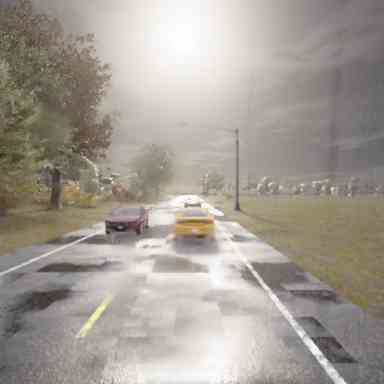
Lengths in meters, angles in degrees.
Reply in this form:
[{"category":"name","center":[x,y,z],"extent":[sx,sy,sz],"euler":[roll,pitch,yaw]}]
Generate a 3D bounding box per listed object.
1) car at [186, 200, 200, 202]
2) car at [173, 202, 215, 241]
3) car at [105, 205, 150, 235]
[{"category":"car","center":[0.102,1.538,35.110],"extent":[2.128,1.511,4.902],"euler":[0,0,0]},{"category":"car","center":[0.112,1.498,16.684],"extent":[1.882,1.535,5.008],"euler":[0,0,0]},{"category":"car","center":[-3.595,1.502,19.166],"extent":[1.882,1.535,5.008],"euler":[0,0,0]}]
